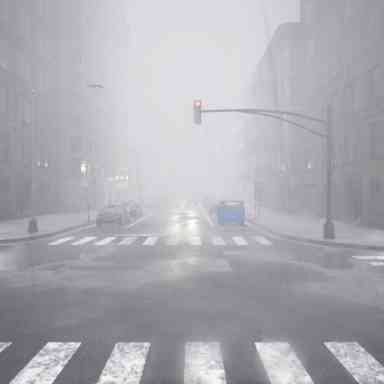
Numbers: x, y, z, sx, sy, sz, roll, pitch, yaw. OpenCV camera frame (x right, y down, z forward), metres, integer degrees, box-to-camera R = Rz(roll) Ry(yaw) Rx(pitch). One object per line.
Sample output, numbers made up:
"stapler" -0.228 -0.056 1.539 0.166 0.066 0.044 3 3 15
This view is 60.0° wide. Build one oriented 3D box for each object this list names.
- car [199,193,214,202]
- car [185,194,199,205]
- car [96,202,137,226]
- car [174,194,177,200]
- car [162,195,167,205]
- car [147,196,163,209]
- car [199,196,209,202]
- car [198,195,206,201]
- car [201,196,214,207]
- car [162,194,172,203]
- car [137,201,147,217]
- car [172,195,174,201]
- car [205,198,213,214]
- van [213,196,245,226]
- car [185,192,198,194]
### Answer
"car" 2.623 1.305 51.594 2.192 1.841 5.009 0 0 0
"car" 0.088 1.512 57.266 1.812 1.442 4.674 0 0 0
"car" -5.395 1.549 23.176 2.008 1.369 4.403 0 0 0
"car" -5.410 1.409 79.995 1.967 1.590 4.097 0 0 0
"car" -5.402 1.556 51.586 1.947 1.339 4.313 0 0 0
"car" -5.401 1.520 45.734 1.752 1.417 4.829 0 0 0
"car" 2.617 1.524 74.319 2.008 1.369 4.403 0 0 0
"car" 2.614 1.531 85.681 1.947 1.339 4.313 0 0 0
"car" 2.625 1.576 45.912 1.802 1.307 4.206 0 0 0
"car" -5.405 1.548 62.949 1.947 1.339 4.313 0 0 0
"car" -5.396 1.543 28.858 1.887 1.381 4.507 0 0 0
"car" -5.407 1.293 68.631 2.192 1.841 5.009 0 0 0
"car" 2.628 1.580 34.549 1.802 1.307 4.206 0 0 0
"van" 2.630 1.340 23.187 1.690 1.788 3.998 0 0 0
"car" 0.076 1.331 67.096 2.097 1.767 4.553 0 0 -2
